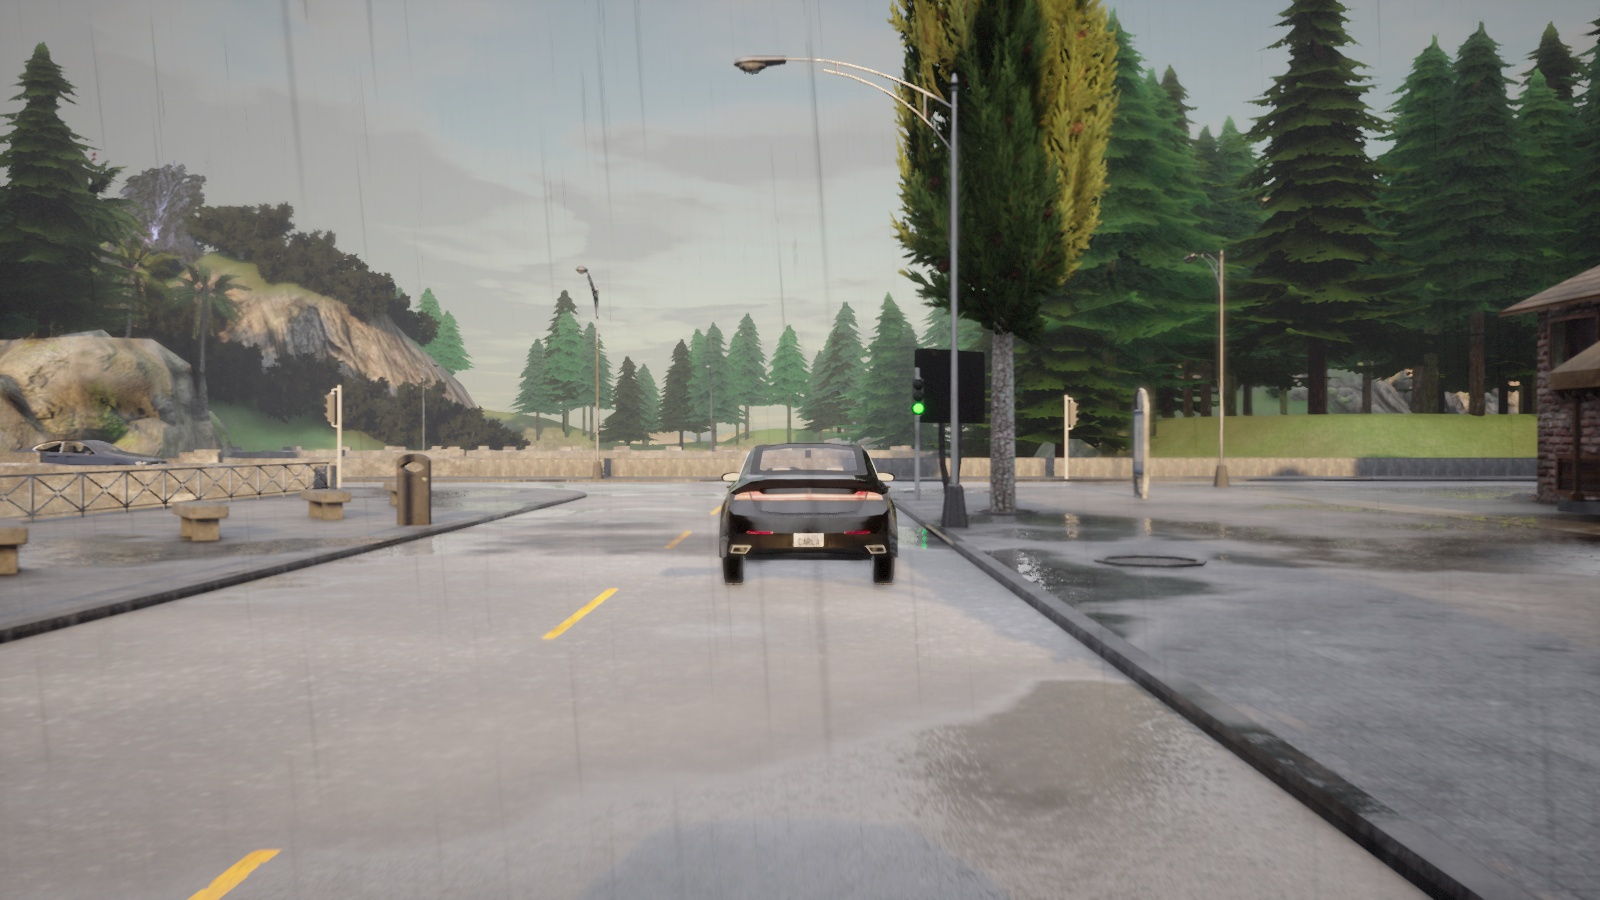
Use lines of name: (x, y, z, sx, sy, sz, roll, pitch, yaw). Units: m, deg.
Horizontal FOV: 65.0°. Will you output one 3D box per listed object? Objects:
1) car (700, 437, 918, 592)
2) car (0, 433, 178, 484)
car: (0.097, 0.620, 14.716, 2.128, 1.511, 4.902, 0, 0, 0)
car: (-23.836, 0.269, 42.001, 5.027, 1.651, 2.152, 0, 0, 0)
